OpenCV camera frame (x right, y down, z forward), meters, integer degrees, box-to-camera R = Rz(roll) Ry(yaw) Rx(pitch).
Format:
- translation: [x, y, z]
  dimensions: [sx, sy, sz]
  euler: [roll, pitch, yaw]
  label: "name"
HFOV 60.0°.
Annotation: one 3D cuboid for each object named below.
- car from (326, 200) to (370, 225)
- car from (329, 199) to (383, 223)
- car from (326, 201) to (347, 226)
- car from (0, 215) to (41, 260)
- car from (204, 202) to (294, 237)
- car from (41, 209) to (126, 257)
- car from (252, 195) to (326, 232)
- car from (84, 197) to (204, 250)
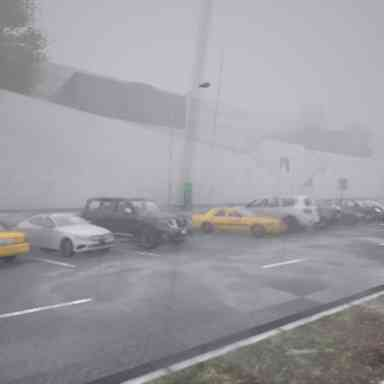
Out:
- translation: [9.611, 1.501, 23.437]
  dimensions: [4.674, 1.452, 2.002]
  euler: [-1, -1, 34]
  label: "car"
- translation: [12.025, 1.307, 25.197]
  dimensions: [4.553, 1.767, 2.185]
  euler: [-1, -1, 34]
  label: "car"
- translation: [7.136, 1.507, 21.698]
  dimensions: [4.792, 1.488, 2.163]
  euler: [-1, 0, 34]
  label: "car"
- translation: [-7.659, 1.497, 11.316]
  dimensions: [5.366, 1.575, 1.946]
  euler: [-1, -1, 34]
  label: "car"
- translation: [2.426, 1.499, 18.094]
  dimensions: [5.366, 1.575, 1.946]
  euler: [-1, -1, 34]
  label: "car"
- translation: [-5.061, 1.545, 12.965]
  dimensions: [4.674, 1.452, 2.002]
  euler: [-1, -1, 34]
  label: "car"
- translation: [4.692, 1.243, 19.957]
  dimensions: [5.566, 2.045, 2.435]
  euler: [-1, 0, 34]
  label: "car"
- translation: [-2.588, 1.261, 14.698]
  dimensions: [5.566, 2.045, 2.435]
  euler: [-1, -1, 34]
  label: "car"
